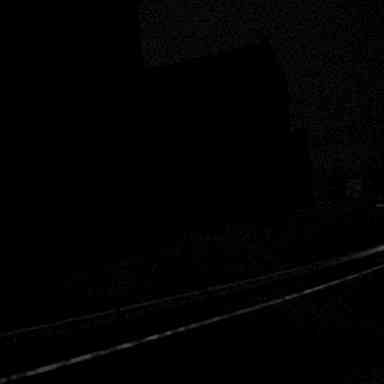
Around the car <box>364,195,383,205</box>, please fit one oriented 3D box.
[{"bbox_3d":[29.543,1.219,53.500,2.128,1.511,4.902,-5,-2,4],"label":"car"}]
